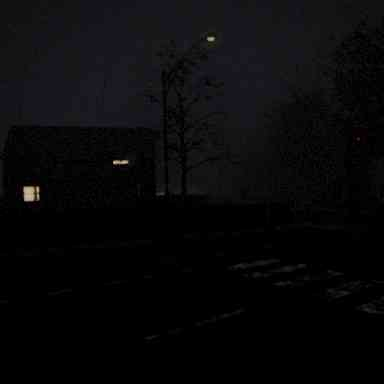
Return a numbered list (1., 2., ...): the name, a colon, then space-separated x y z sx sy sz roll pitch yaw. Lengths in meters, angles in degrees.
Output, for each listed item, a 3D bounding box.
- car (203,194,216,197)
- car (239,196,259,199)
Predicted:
1. car: 2.868 1.064 57.345 1.837 1.490 4.892 -2 1 -14
2. car: 7.063 1.186 41.355 1.882 1.535 5.008 -2 1 -15
